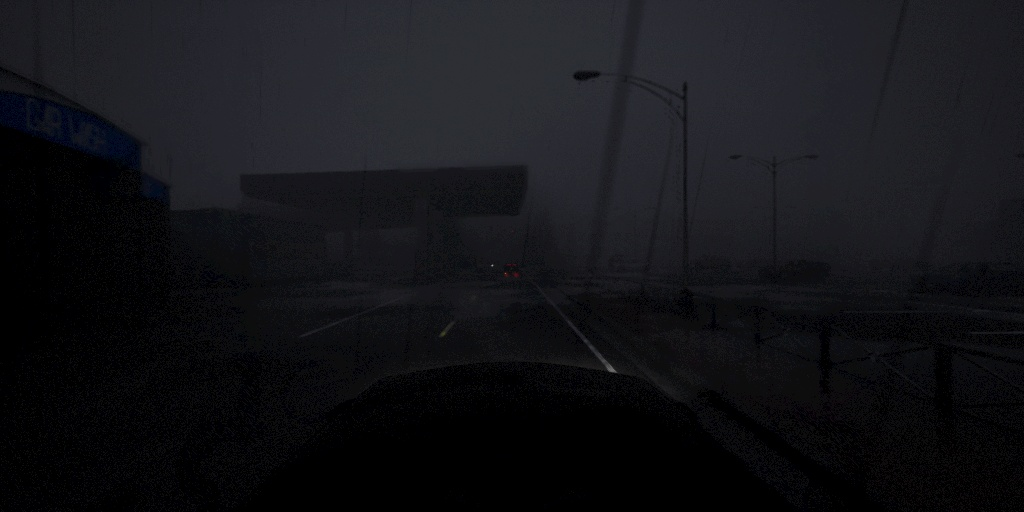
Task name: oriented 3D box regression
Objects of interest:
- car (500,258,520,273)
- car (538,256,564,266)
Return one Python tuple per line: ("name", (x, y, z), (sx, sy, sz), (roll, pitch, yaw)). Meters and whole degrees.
("car", (-0.059, 1.236, 43.686), (2.128, 1.511, 4.902), (0, 0, 0))
("car", (6.898, 0.881, 64.360), (4.553, 1.767, 2.097), (0, 0, 2))
